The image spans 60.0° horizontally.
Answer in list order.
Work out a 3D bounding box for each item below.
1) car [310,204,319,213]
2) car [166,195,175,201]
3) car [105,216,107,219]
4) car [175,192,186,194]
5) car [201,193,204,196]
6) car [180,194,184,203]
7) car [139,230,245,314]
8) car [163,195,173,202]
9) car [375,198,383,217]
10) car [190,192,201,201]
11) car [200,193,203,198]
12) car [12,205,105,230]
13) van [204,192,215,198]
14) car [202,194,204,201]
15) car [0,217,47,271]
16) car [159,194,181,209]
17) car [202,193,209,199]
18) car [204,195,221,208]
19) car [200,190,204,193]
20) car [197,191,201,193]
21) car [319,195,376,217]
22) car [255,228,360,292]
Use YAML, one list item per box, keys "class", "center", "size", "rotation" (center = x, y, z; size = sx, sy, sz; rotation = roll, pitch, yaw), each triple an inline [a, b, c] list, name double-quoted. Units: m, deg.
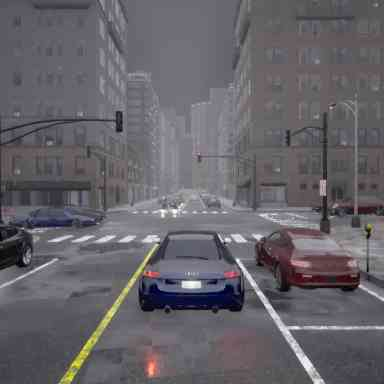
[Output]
- class: "car"
  center: [13.660, 1.356, 31.144]
  size: [4.718, 1.301, 1.895]
  rotation: [-1, 0, 0]
- class: "car"
  center: [-5.198, 1.349, 79.249]
  size: [1.802, 1.307, 4.206]
  rotation: [0, 0, 0]
- class: "car"
  center: [-9.151, 1.636, 24.517]
  size: [5.357, 1.411, 2.033]
  rotation: [-1, 1, 0]
- class: "car"
  center: [-2.617, 1.355, 64.124]
  size: [2.128, 1.511, 4.902]
  rotation: [0, 0, 1]
- class: "car"
  center: [3.231, 1.425, 68.064]
  size: [1.802, 1.307, 4.206]
  rotation: [0, 0, 0]
- class: "car"
  center: [-2.749, 1.428, 53.735]
  size: [1.812, 1.442, 4.674]
  rotation: [0, 0, 0]
- class: "car"
  center: [0.003, 1.563, 7.725]
  size: [1.994, 1.385, 4.181]
  rotation: [0, 0, 0]
- class: "car"
  center: [-5.246, 1.358, 73.696]
  size: [2.008, 1.369, 4.403]
  rotation: [0, 0, 0]
- class: "car"
  center: [16.632, 1.252, 24.434]
  size: [4.892, 1.490, 1.837]
  rotation: [-1, 0, 0]
- class: "car"
  center: [0.520, 1.319, 74.294]
  size: [1.812, 1.442, 4.674]
  rotation: [0, 0, 0]
- class: "car"
  center: [3.279, 1.389, 73.620]
  size: [1.802, 1.307, 4.206]
  rotation: [0, 0, 0]
- class: "car"
  center: [-8.669, 1.665, 21.272]
  size: [5.357, 1.411, 2.033]
  rotation: [-1, 0, 0]
- class: "van"
  center: [3.084, 1.250, 51.406]
  size: [1.690, 1.788, 3.998]
  rotation: [0, 0, 0]
- class: "car"
  center: [3.132, 1.437, 56.958]
  size: [1.887, 1.381, 4.507]
  rotation: [0, 0, 0]
- class: "car"
  center: [-5.766, 1.564, 8.648]
  size: [1.947, 1.339, 4.313]
  rotation: [0, 0, 0]
- class: "car"
  center: [-2.835, 1.437, 43.830]
  size: [1.837, 1.490, 4.892]
  rotation: [0, 0, 2]
- class: "car"
  center: [3.821, 1.145, 93.004]
  size: [1.882, 1.535, 5.008]
  rotation: [0, 0, 0]
- class: "car"
  center: [3.037, 1.508, 45.855]
  size: [1.802, 1.307, 4.206]
  rotation: [0, 0, 0]
- class: "car"
  center: [3.728, 0.938, 86.033]
  size: [2.150, 2.045, 5.566]
  rotation: [0, 0, 0]
- class: "car"
  center: [0.606, 1.088, 84.294]
  size: [2.128, 1.511, 4.902]
  rotation: [0, 0, 0]
- class: "car"
  center: [13.551, 1.125, 27.894]
  size: [4.553, 1.767, 2.097]
  rotation: [-1, 0, 0]
- class: "car"
  center: [2.760, 1.580, 8.646]
  size: [1.802, 1.307, 4.206]
  rotation: [0, 0, 0]
